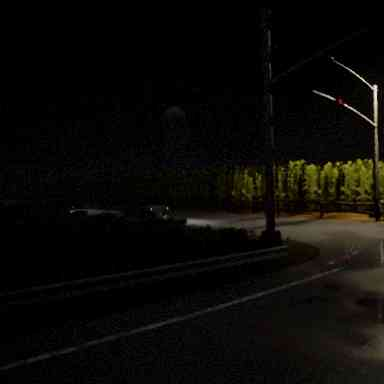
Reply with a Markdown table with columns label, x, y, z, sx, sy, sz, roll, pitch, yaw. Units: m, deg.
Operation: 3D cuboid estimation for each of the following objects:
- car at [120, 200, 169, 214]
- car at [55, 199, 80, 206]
| label | x | y | z | sx | sy | sz | roll | pitch | yaw |
| --- | --- | --- | --- | --- | --- | --- | --- | --- | --- |
| car | -3.750 | 1.310 | 26.073 | 1.895 | 1.301 | 4.718 | -3 | 2 | -40 |
| car | -14.939 | 1.434 | 39.373 | 1.895 | 1.301 | 4.718 | -3 | 2 | -40 |
